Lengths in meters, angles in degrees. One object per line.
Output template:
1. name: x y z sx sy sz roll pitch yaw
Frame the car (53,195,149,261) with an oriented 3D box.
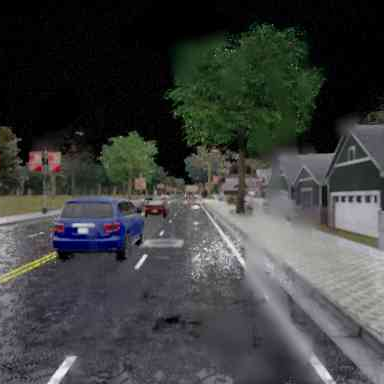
1. car: -3.153 1.207 12.322 2.150 2.045 5.566 0 0 0

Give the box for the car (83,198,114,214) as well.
1. car: -9.850 1.455 35.581 1.882 1.535 5.008 0 0 0

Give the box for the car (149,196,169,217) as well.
1. car: -3.157 1.454 30.623 1.882 1.535 5.008 0 0 0

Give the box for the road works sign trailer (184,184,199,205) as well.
1. road works sign trailer: -0.011 0.459 58.574 2.380 3.560 2.880 0 0 0

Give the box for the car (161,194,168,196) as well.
1. car: -6.516 1.214 78.406 1.882 1.535 5.008 0 0 0

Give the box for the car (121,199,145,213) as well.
1. car: -6.597 1.542 37.461 1.994 1.385 4.181 0 0 0
